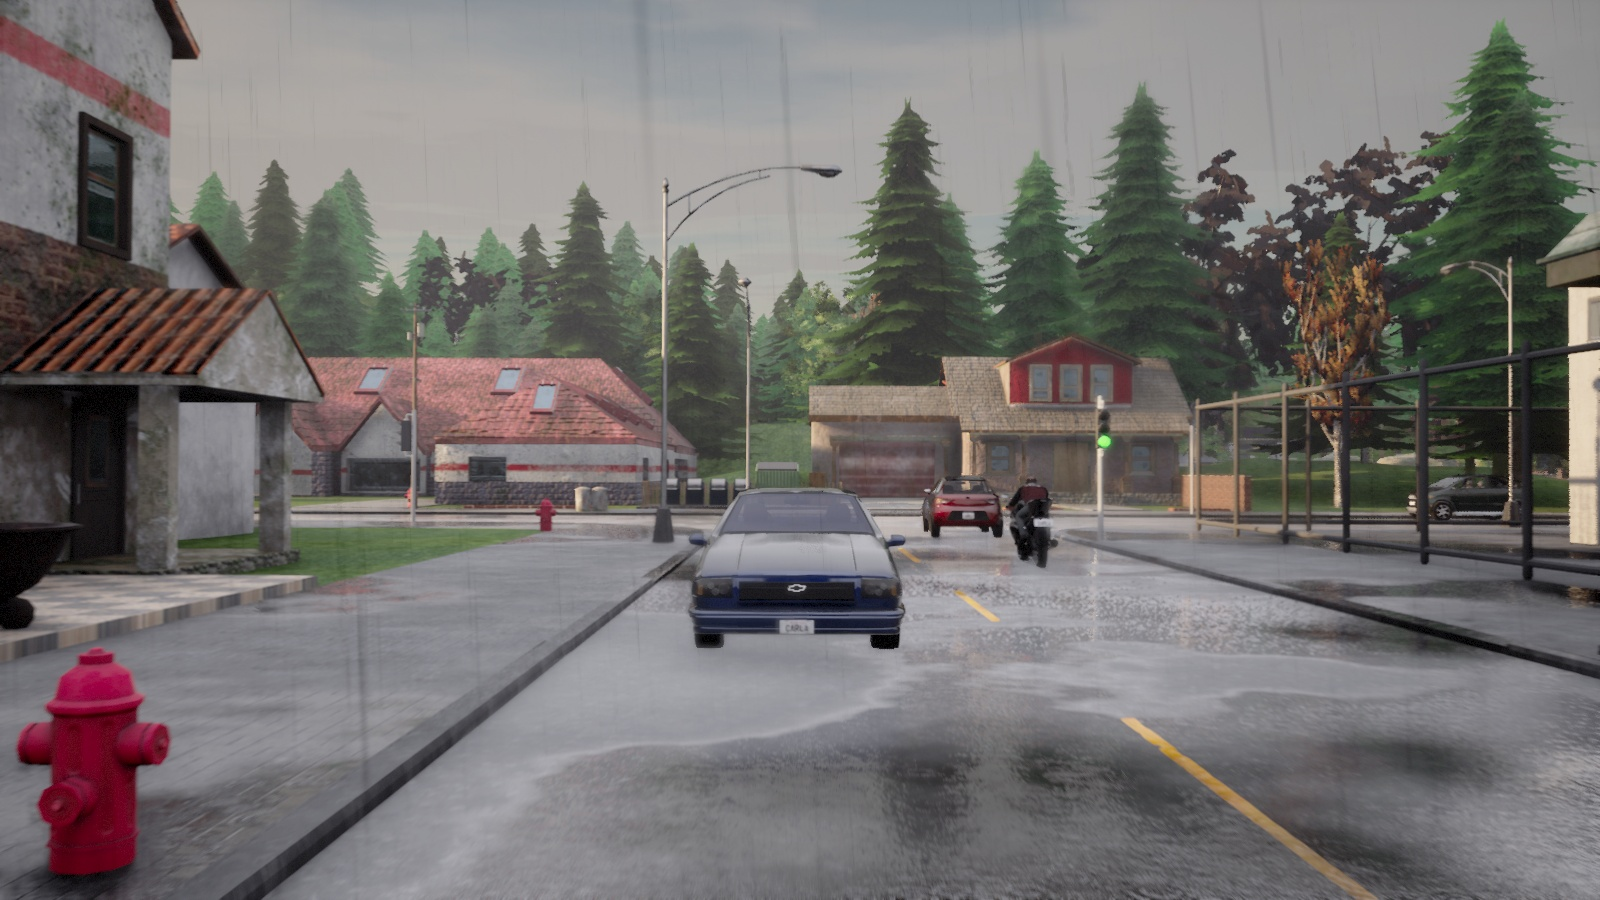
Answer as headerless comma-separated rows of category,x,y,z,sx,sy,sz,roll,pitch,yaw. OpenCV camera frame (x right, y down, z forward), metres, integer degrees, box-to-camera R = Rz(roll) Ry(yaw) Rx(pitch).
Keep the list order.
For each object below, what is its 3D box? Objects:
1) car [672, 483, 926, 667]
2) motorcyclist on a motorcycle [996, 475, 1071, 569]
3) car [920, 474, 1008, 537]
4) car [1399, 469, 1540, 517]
car,-0.013,1.076,12.766,2.033,1.411,5.357,0,-1,0
motorcyclist on a motorcycle,3.977,1.196,21.561,0.866,1.530,2.191,0,-1,0
car,4.051,1.342,31.554,1.816,1.474,4.193,0,-1,3
car,22.122,1.405,41.584,3.705,1.549,1.789,0,-1,-1
